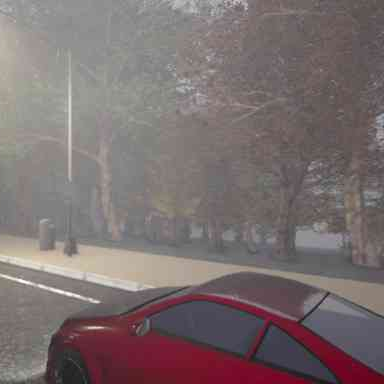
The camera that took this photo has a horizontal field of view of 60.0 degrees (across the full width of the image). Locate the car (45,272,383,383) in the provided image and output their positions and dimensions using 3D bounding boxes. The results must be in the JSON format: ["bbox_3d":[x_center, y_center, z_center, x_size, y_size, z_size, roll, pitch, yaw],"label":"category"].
[{"bbox_3d":[0.368,1.581,3.422,4.181,1.385,1.994,-1,0,36],"label":"car"}]
